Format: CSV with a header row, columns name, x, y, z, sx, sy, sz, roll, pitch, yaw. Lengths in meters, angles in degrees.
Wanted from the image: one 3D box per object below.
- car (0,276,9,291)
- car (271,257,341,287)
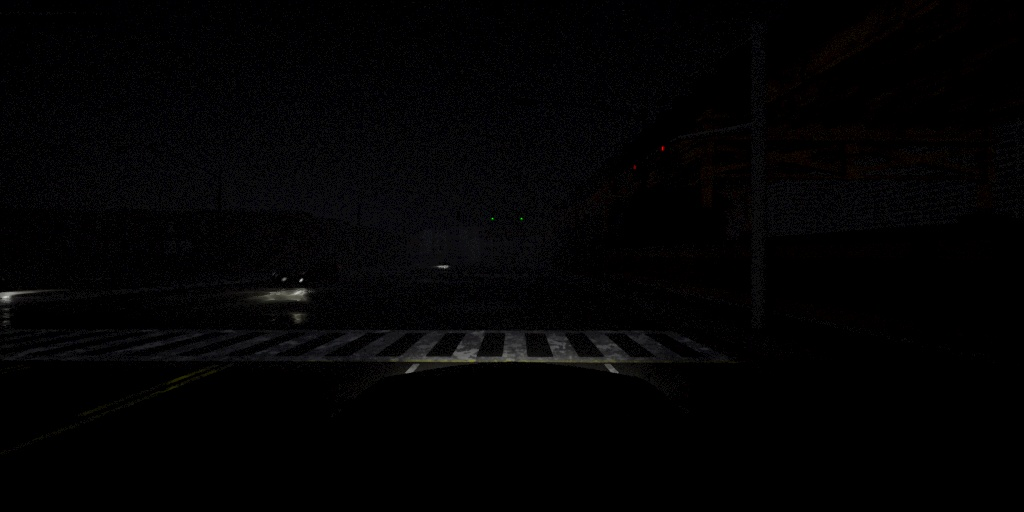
name,x,y,z,sx,sy,sz,roll,pitch,yaw
car,-30.489,1.276,19.431,4.674,1.442,1.812,0,0,1
car,-14.002,1.072,24.803,2.150,2.045,5.566,0,0,0
